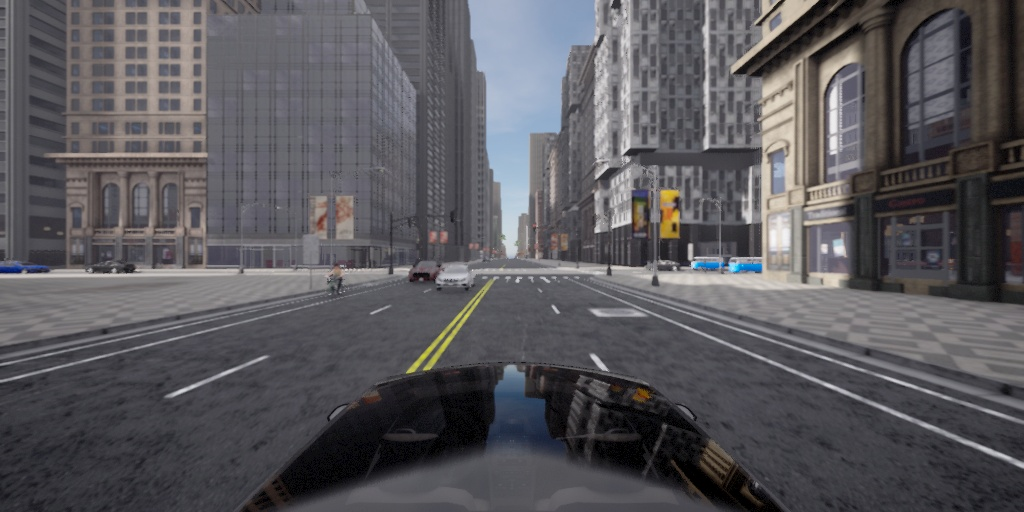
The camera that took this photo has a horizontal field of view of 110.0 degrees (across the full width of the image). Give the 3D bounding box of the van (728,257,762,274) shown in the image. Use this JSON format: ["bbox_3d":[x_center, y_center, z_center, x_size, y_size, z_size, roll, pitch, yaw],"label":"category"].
[{"bbox_3d":[24.708,1.019,37.112,3.998,1.789,1.690,0,0,0],"label":"van"}]

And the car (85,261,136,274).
[{"bbox_3d":[-48.351,1.356,43.255,4.892,1.490,1.837,0,0,0],"label":"car"}]

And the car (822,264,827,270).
[{"bbox_3d":[41.596,1.204,45.566,4.403,1.370,2.007,0,0,0],"label":"car"}]

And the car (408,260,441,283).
[{"bbox_3d":[-6.516,1.092,27.999,2.097,1.767,4.553,0,0,0],"label":"car"}]

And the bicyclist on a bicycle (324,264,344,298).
[{"bbox_3d":[-8.500,1.181,17.275,0.866,1.612,1.509,0,0,2],"label":"bicyclist on a bicycle"}]

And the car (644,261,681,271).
[{"bbox_3d":[19.123,1.247,45.660,4.403,1.370,2.007,0,0,0],"label":"car"}]

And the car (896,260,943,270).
[{"bbox_3d":[41.564,1.086,37.041,4.097,1.591,1.967,0,0,0],"label":"car"}]

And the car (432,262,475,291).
[{"bbox_3d":[-3.318,1.268,21.848,1.812,1.442,4.674,0,0,0],"label":"car"}]

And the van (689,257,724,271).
[{"bbox_3d":[24.742,1.026,45.637,3.998,1.789,1.690,0,0,0],"label":"van"}]
